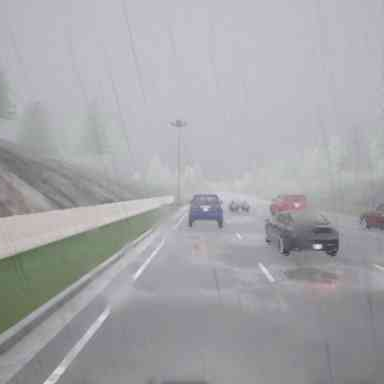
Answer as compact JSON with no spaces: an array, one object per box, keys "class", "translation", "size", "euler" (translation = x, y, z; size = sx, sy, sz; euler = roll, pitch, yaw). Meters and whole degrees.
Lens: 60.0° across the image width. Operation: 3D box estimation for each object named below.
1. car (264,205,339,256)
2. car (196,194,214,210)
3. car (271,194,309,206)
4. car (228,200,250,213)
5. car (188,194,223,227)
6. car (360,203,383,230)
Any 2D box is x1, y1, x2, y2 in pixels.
[{"class":"car","translation":[4.078,1.476,13.005],"size":[1.837,1.490,4.892],"euler":[0,0,2]},{"class":"car","translation":[1.631,1.191,41.037],"size":[2.097,1.767,4.553],"euler":[0,0,2]},{"class":"car","translation":[8.138,1.155,28.083],"size":[2.150,2.045,5.566],"euler":[0,0,2]},{"class":"car","translation":[4.921,1.484,35.548],"size":[1.895,1.301,4.718],"euler":[0,0,2]},{"class":"car","translation":[0.921,1.132,22.504],"size":[2.150,2.045,5.566],"euler":[0,0,2]},{"class":"car","translation":[11.279,1.345,18.459],"size":[2.097,1.767,4.553],"euler":[0,0,2]}]
